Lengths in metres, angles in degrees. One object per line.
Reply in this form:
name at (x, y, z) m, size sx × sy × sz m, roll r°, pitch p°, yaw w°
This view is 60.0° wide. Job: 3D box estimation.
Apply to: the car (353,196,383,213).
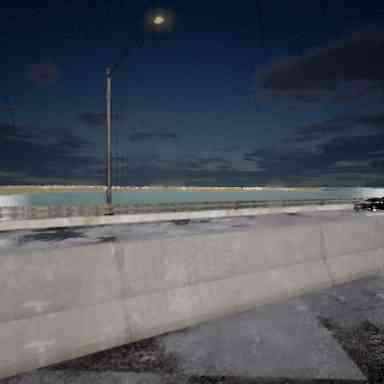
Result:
car at (18.017, 1.214, 33.057) m, size 4.892 × 1.490 × 1.837 m, roll -1°, pitch 1°, yaw -34°
